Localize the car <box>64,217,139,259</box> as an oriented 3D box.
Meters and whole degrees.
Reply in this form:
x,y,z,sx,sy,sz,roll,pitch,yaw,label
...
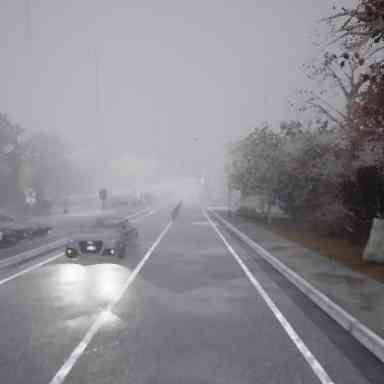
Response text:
x,y,z,sx,sy,sz,roll,pitch,yaw,label
-3.303,1.666,12.905,1.994,1.385,4.181,0,-1,0,car

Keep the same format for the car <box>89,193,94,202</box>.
x,y,z,sx,sy,sz,roll,pitch,yaw,label
-23.173,1.312,67.167,5.008,1.535,2.097,0,1,0,car

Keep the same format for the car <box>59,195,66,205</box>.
x,y,z,sx,sy,sz,roll,pitch,yaw,label
-23.259,1.409,53.220,4.674,1.452,2.002,0,0,0,car

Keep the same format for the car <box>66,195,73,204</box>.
x,y,z,sx,sy,sz,roll,pitch,yaw,label
-23.268,1.407,56.133,4.792,1.488,2.163,0,0,0,car

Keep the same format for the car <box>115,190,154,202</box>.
x,y,z,sx,sy,sz,roll,pitch,yaw,label
-10.173,1.129,58.914,5.566,2.045,2.435,0,0,0,car

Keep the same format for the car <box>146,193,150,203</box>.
x,y,z,sx,sy,sz,roll,pitch,yaw,label
-10.154,1.382,56.121,5.008,1.535,2.097,0,0,0,car

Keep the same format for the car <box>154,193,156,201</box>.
x,y,z,sx,sy,sz,roll,pitch,yaw,label
-10.084,1.378,64.483,4.792,1.488,2.163,0,1,0,car

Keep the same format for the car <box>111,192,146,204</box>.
x,y,z,sx,sy,sz,roll,pitch,yaw,label
-10.207,1.248,53.342,4.553,1.767,2.185,0,0,0,car

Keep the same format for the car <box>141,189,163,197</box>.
x,y,z,sx,sy,sz,roll,pitch,yaw,label
-10.050,0.890,81.201,4.553,1.767,2.185,0,2,0,car

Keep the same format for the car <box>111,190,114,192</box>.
x,y,z,sx,sy,sz,roll,pitch,yaw,label
-23.090,0.931,83.894,5.008,1.535,2.097,0,2,0,car

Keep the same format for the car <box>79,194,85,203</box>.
x,y,z,sx,sy,sz,roll,pitch,yaw,label
-23.394,1.363,61.721,5.366,1.575,1.946,0,0,0,car

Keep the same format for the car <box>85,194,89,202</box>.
x,y,z,sx,sy,sz,roll,pitch,yaw,label
-23.164,1.376,64.376,4.792,1.488,2.163,0,0,0,car

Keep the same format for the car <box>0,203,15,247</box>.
x,y,z,sx,sy,sz,roll,pitch,yaw,label
-10.140,1.414,12.406,5.566,2.045,2.435,0,-1,0,car

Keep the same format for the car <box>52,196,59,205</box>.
x,y,z,sx,sy,sz,roll,pitch,yaw,label
-23.274,1.393,50.435,4.674,1.452,2.002,0,0,0,car

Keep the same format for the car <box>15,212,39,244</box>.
x,y,z,sx,sy,sz,roll,pitch,yaw,label
-10.104,1.702,15.178,5.008,1.535,2.097,0,-1,0,car

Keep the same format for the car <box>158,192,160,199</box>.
x,y,z,sx,sy,sz,roll,pitch,yaw,label
-10.037,1.250,72.852,4.792,1.488,2.163,0,1,0,car

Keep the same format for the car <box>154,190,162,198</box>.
x,y,z,sx,sy,sz,roll,pitch,yaw,label
-10.066,0.967,78.422,4.553,1.767,2.185,0,2,0,car

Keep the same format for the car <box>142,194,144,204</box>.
x,y,z,sx,sy,sz,roll,pitch,yaw,label
-10.220,1.388,50.556,4.792,1.488,2.163,0,0,0,car

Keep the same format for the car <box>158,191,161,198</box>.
x,y,z,sx,sy,sz,roll,pitch,yaw,label
-10.079,1.190,75.640,4.792,1.488,2.163,0,1,0,car

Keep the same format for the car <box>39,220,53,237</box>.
x,y,z,sx,sy,sz,roll,pitch,yaw,label
-10.056,1.768,17.954,4.792,1.488,2.163,0,-1,0,car

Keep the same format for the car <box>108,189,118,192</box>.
x,y,z,sx,sy,sz,roll,pitch,yaw,label
-23.097,0.586,86.673,5.566,2.045,2.435,0,2,0,car

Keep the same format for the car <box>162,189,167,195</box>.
x,y,z,sx,sy,sz,roll,pitch,yaw,label
-9.967,0.733,89.566,5.008,1.535,2.097,0,2,0,car

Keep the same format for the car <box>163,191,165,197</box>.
x,y,z,sx,sy,sz,roll,pitch,yaw,label
-10.006,0.970,83.992,4.674,1.452,2.002,0,2,0,car

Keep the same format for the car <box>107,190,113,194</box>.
x,y,z,sx,sy,sz,roll,pitch,yaw,label
-22.914,1.013,81.105,5.366,1.575,1.946,0,2,0,car

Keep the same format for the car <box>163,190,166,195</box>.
x,y,z,sx,sy,sz,roll,pitch,yaw,label
-9.982,0.835,86.779,5.008,1.535,2.097,0,2,0,car

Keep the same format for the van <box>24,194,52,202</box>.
x,y,z,sx,sy,sz,roll,pitch,yaw,label
-23.160,1.114,47.763,4.442,1.987,1.878,1,0,0,van

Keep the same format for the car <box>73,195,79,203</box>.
x,y,z,sx,sy,sz,roll,pitch,yaw,label
-23.410,1.373,58.926,5.366,1.575,1.946,0,0,0,car

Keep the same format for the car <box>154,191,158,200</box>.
x,y,z,sx,sy,sz,roll,pitch,yaw,label
-10.050,1.146,70.062,4.553,1.767,2.185,0,1,0,car

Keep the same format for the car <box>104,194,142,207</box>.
x,y,z,sx,sy,sz,roll,pitch,yaw,label
-10.177,1.372,47.772,4.792,1.488,2.163,0,0,0,car

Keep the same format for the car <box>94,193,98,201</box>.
x,y,z,sx,sy,sz,roll,pitch,yaw,label
-23.157,1.271,69.956,5.008,1.535,2.097,0,1,0,car
